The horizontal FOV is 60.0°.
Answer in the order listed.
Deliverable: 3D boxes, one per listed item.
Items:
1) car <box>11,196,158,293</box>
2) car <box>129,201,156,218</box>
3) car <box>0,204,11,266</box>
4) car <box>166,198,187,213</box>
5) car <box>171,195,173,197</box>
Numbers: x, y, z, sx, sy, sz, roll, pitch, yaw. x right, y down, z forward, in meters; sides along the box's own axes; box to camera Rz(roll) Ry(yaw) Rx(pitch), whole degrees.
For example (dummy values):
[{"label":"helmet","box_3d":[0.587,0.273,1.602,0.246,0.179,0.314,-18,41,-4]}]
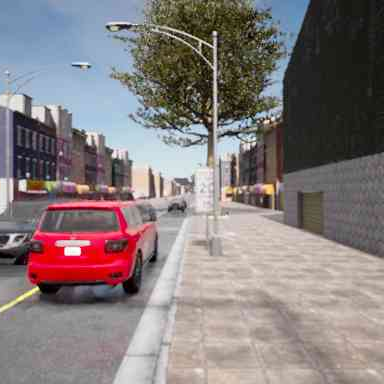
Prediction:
[{"label":"car","box_3d":[-2.245,1.236,9.032,2.150,2.045,5.566,0,0,1]},{"label":"car","box_3d":[-4.783,1.664,32.570,1.994,1.385,4.181,0,0,1]},{"label":"car","box_3d":[-5.071,1.258,11.227,2.150,2.045,5.566,0,0,1]},{"label":"car","box_3d":[-1.814,1.630,39.343,1.812,1.442,4.674,0,0,1]},{"label":"car","box_3d":[-1.732,1.626,49.633,2.128,1.511,4.902,0,0,1]}]
